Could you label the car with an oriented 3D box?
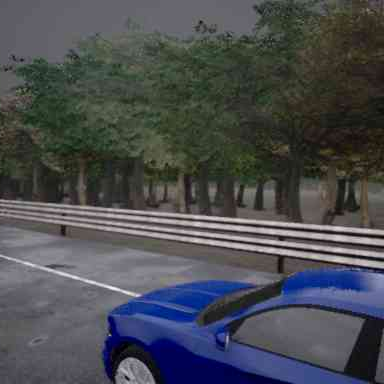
[{"bbox_3d":[1.327,1.466,2.933,5.008,1.535,1.882,2,1,36],"label":"car"}]
